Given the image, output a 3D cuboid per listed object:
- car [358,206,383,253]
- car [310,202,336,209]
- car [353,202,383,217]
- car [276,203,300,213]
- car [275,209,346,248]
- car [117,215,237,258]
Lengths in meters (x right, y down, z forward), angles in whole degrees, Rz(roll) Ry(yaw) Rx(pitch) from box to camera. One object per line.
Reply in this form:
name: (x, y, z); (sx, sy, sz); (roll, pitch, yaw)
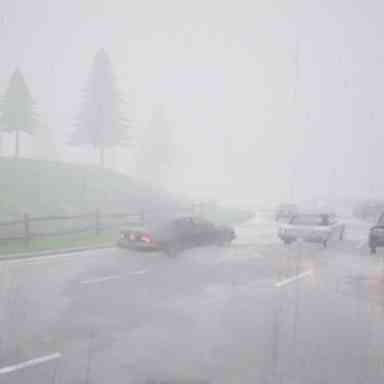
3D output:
car: (8.278, 1.534, 13.148); (2.128, 1.511, 4.902); (0, 0, 36)
car: (12.577, 1.654, 32.127); (1.812, 1.442, 4.674); (0, 0, 11)
car: (15.471, 1.592, 29.071); (2.128, 1.511, 4.902); (0, 0, 14)
car: (8.093, 1.671, 28.156); (2.033, 1.411, 5.357); (0, 0, 18)
car: (5.694, 1.664, 15.352); (1.895, 1.301, 4.718); (0, 0, 36)
car: (-0.373, 1.623, 13.323); (2.033, 1.411, 5.357); (0, 0, 42)
